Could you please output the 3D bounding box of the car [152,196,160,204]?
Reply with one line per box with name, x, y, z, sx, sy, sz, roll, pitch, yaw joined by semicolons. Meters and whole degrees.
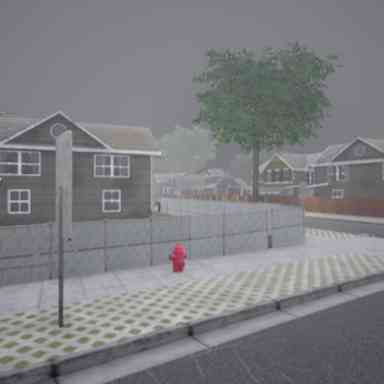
car;-6.286;1.420;56.038;2.128;1.511;4.902;0;0;-22
